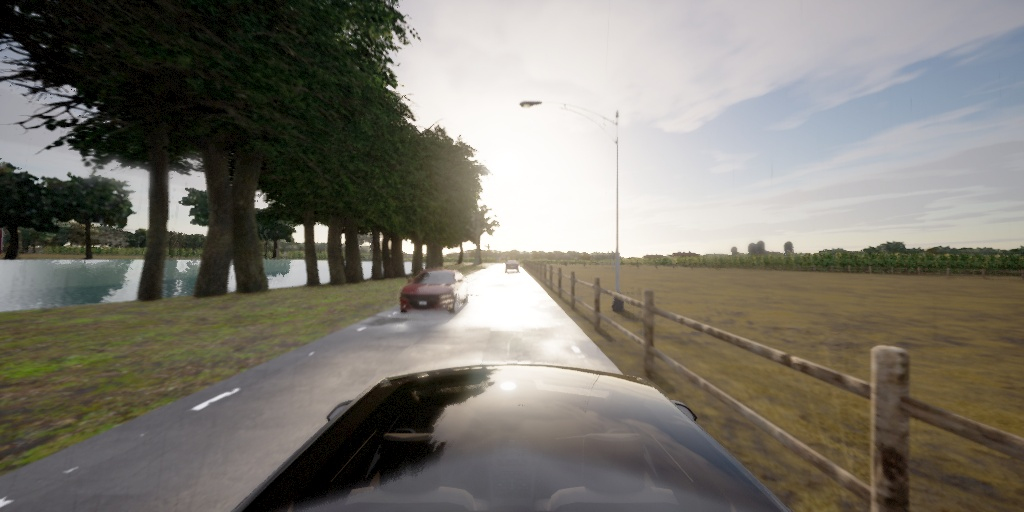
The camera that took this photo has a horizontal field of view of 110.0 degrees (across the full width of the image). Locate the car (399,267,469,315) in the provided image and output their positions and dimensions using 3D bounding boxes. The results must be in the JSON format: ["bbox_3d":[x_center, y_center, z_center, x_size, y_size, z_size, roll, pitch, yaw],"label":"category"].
[{"bbox_3d":[-2.821,1.235,13.891,1.882,1.535,5.008,0,0,0],"label":"car"}]

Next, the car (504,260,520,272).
[{"bbox_3d":[0.000,1.333,48.983,1.882,1.535,5.008,0,0,0],"label":"car"}]
